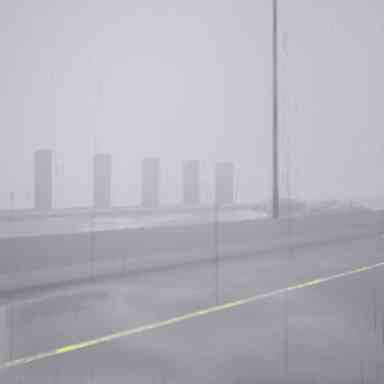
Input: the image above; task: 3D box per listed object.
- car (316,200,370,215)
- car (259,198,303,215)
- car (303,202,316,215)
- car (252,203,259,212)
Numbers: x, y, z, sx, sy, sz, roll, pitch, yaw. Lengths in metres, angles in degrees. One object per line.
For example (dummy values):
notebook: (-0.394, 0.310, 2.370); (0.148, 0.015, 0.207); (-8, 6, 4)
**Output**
car: (11.984, 1.409, 25.733); (4.674, 1.442, 1.812); (0, 0, -37)
car: (9.229, 1.367, 32.404); (4.902, 1.511, 2.128); (0, 0, -37)
car: (13.043, 1.413, 30.898); (5.357, 1.411, 2.033); (0, 0, -37)
car: (8.602, 1.391, 36.315); (4.674, 1.442, 1.812); (0, 0, -37)
